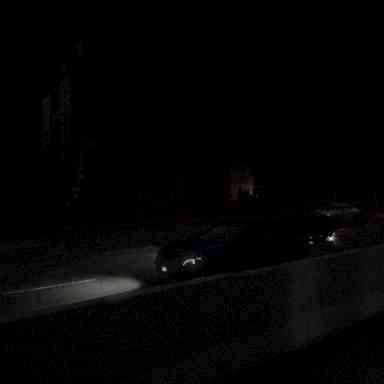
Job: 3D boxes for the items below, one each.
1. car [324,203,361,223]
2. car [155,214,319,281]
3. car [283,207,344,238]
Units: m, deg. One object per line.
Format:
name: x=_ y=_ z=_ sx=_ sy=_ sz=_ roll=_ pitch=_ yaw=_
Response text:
car: x=10.678 y=1.549 z=24.534 sx=4.674 sy=1.442 sz=1.812 roll=0 pitch=0 yaw=-36
car: x=1.246 y=1.533 z=9.187 sx=4.674 sy=1.442 sz=1.812 roll=0 pitch=0 yaw=-36
car: x=5.114 y=1.615 z=16.255 sx=4.718 sy=1.301 sz=1.895 roll=0 pitch=0 yaw=-36
